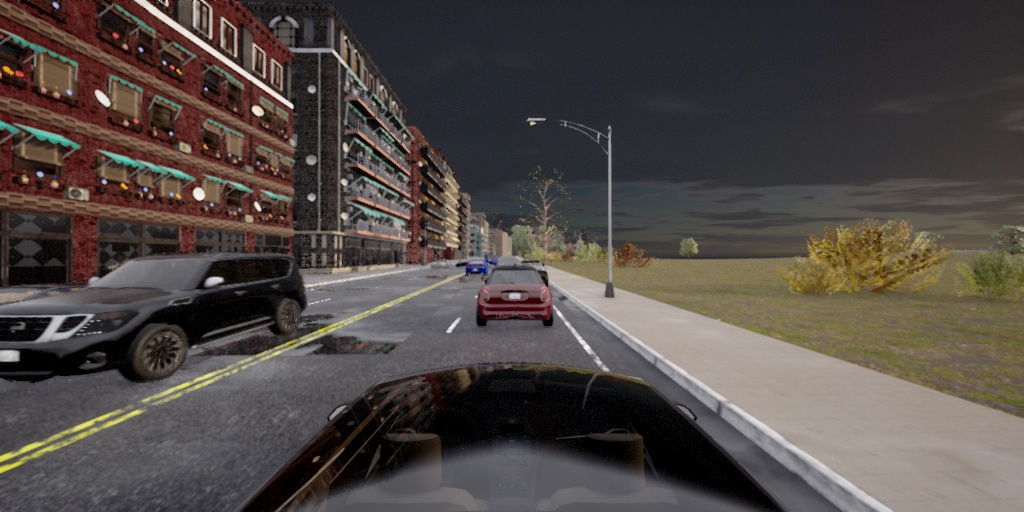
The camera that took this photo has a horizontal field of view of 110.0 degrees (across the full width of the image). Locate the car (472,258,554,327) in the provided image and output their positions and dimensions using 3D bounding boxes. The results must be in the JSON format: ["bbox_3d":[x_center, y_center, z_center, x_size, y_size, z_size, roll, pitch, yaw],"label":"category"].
[{"bbox_3d":[0.072,1.057,11.475,2.097,1.767,4.553,0,0,0],"label":"car"}]

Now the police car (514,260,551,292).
[{"bbox_3d":[1.085,1.082,21.741,1.930,1.638,5.238,0,0,0],"label":"police car"}]

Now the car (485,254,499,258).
[{"bbox_3d":[-3.297,0.706,56.332,2.150,2.045,5.566,0,0,0],"label":"car"}]

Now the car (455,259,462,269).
[{"bbox_3d":[-6.721,1.122,49.899,1.895,1.301,4.718,0,0,0],"label":"car"}]

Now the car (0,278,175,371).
[{"bbox_3d":[-9.862,1.288,7.343,1.994,1.385,4.181,0,0,0],"label":"car"}]

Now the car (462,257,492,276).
[{"bbox_3d":[-3.236,1.076,34.024,1.882,1.535,5.008,0,0,0],"label":"car"}]

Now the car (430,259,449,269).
[{"bbox_3d":[-9.969,1.124,49.472,1.895,1.301,4.718,0,0,0],"label":"car"}]

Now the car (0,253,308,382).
[{"bbox_3d":[-6.614,0.945,7.457,2.150,2.045,5.566,0,0,0],"label":"car"}]
